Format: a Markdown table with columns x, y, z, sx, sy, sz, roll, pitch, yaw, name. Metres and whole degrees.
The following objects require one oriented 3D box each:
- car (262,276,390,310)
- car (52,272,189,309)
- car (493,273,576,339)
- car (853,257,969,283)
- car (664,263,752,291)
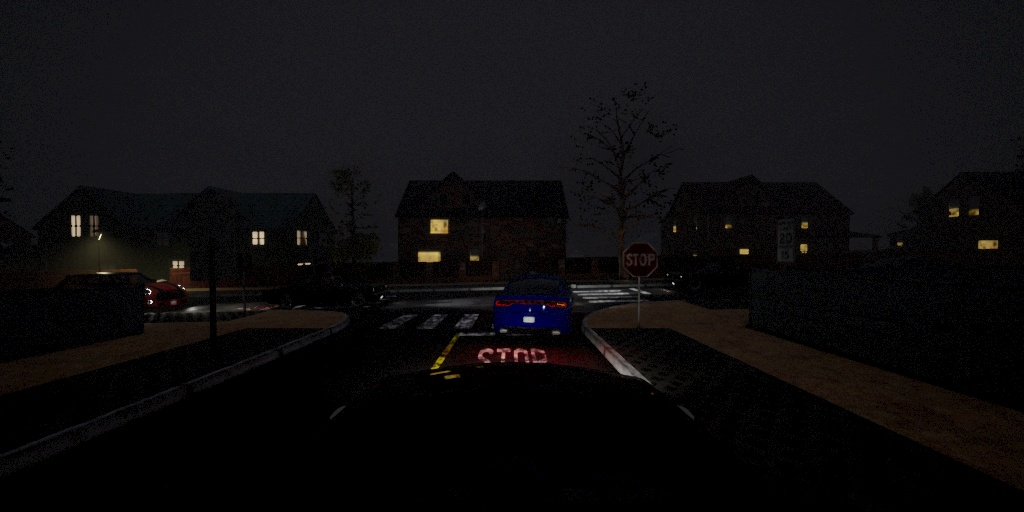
| x | y | z | sx | sy | sz | roll | pitch | yaw | name |
| --- | --- | --- | --- | --- | --- | --- | --- | --- | --- |
| -7.808 | 1.506 | 15.408 | 4.718 | 1.301 | 1.895 | -1 | 1 | 0 | car |
| -16.796 | 1.472 | 15.402 | 4.553 | 1.767 | 2.097 | -1 | 1 | 0 | car |
| 0.788 | 1.226 | 10.198 | 1.882 | 1.535 | 5.008 | 0 | 0 | 10 | car |
| 20.060 | 0.753 | 18.365 | 5.357 | 1.411 | 2.033 | -1 | 1 | 0 | car |
| 10.414 | 1.034 | 18.331 | 4.718 | 1.301 | 1.895 | -1 | 1 | -1 | car |
